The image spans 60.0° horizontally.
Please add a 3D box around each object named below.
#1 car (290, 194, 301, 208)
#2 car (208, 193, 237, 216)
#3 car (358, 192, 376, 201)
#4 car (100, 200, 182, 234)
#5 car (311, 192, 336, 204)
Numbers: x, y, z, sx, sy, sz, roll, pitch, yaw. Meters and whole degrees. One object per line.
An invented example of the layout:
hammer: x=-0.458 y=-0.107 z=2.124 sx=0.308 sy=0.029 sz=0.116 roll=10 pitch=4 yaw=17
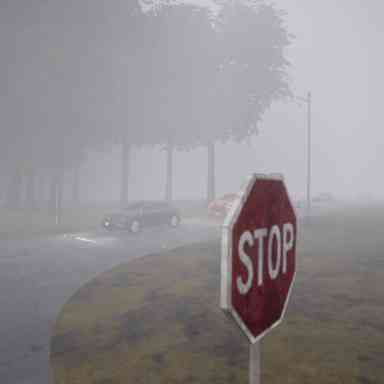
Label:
car: x=9.334 y=0.897 z=33.153 sx=1.812 sy=1.442 sz=4.674 roll=1 pitch=2 yaw=38
car: x=3.136 y=0.892 z=24.996 sx=2.097 sy=1.767 sz=4.553 roll=1 pitch=2 yaw=37
car: x=27.465 y=0.668 z=52.172 sx=1.895 sy=1.301 sz=4.718 roll=1 pitch=1 yaw=37
car: x=-2.526 y=1.211 z=17.546 sx=1.837 sy=1.490 sz=4.892 roll=1 pitch=2 yaw=37
car: x=17.381 y=0.730 z=43.645 sx=2.033 sy=1.411 sz=5.357 roll=1 pitch=1 yaw=38
